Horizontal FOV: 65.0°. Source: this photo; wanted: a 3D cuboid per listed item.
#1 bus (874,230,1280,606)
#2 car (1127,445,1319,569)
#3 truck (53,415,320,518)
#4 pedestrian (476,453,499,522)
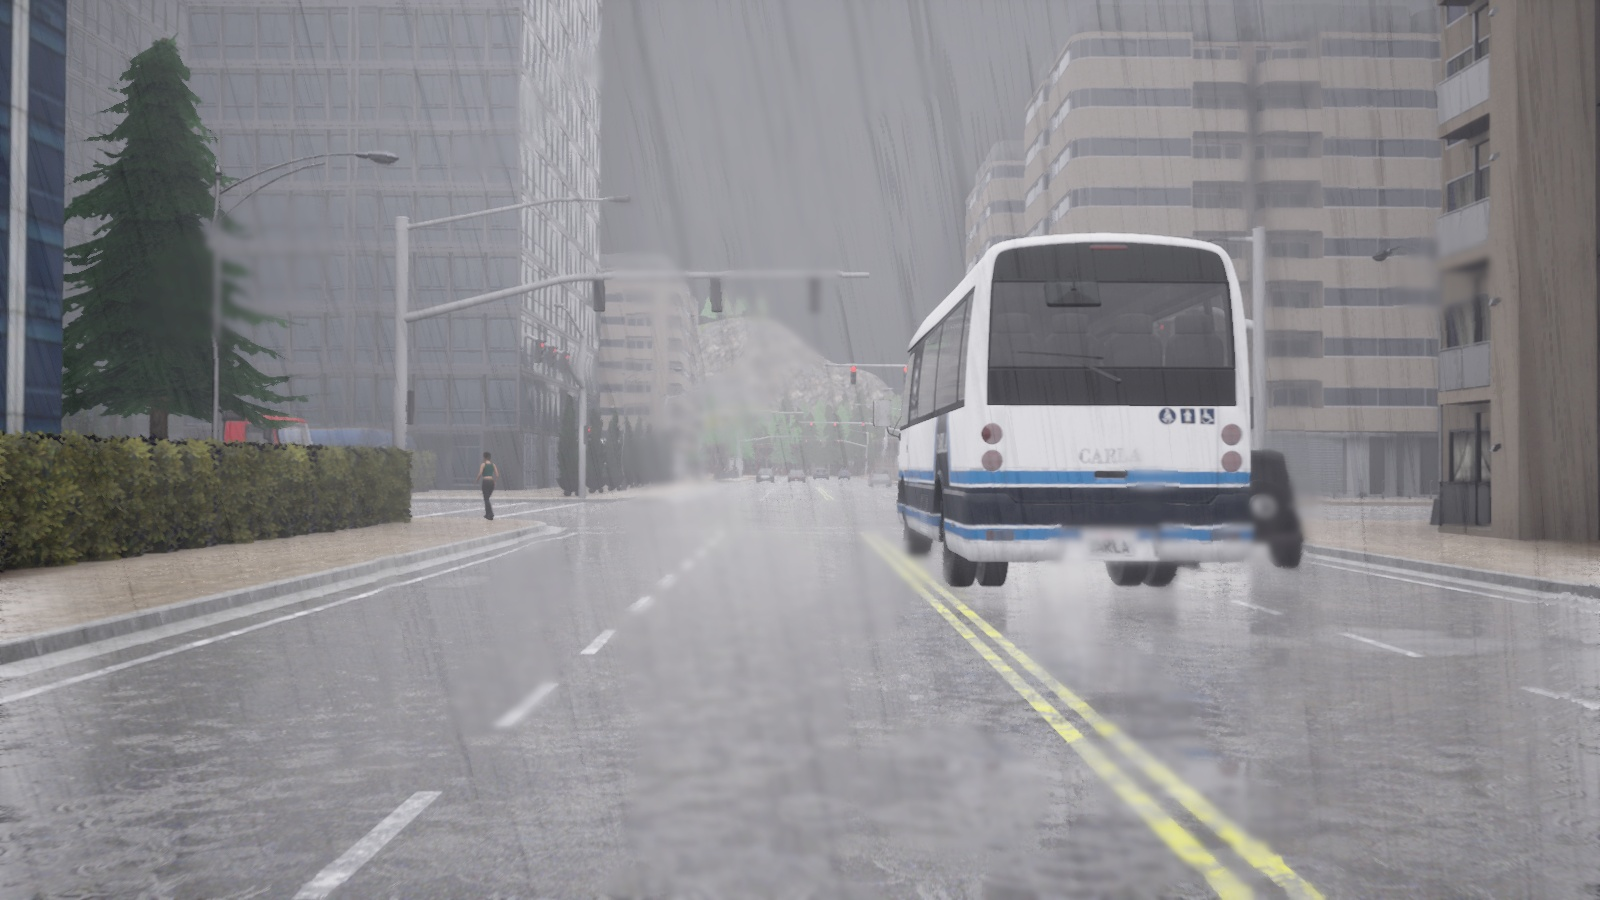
[{"bbox_3d":[3.446,-0.288,19.390,3.944,4.253,10.273,0,-1,0],"label":"bus"},{"bbox_3d":[6.948,0.896,21.081,1.905,1.878,3.866,0,-1,0],"label":"car"},{"bbox_3d":[-21.334,0.574,44.005,7.936,3.462,2.891,0,-1,-1],"label":"truck"},{"bbox_3d":[-8.429,1.005,33.871,0.594,1.836,0.345,-1,-1,45],"label":"pedestrian"}]
